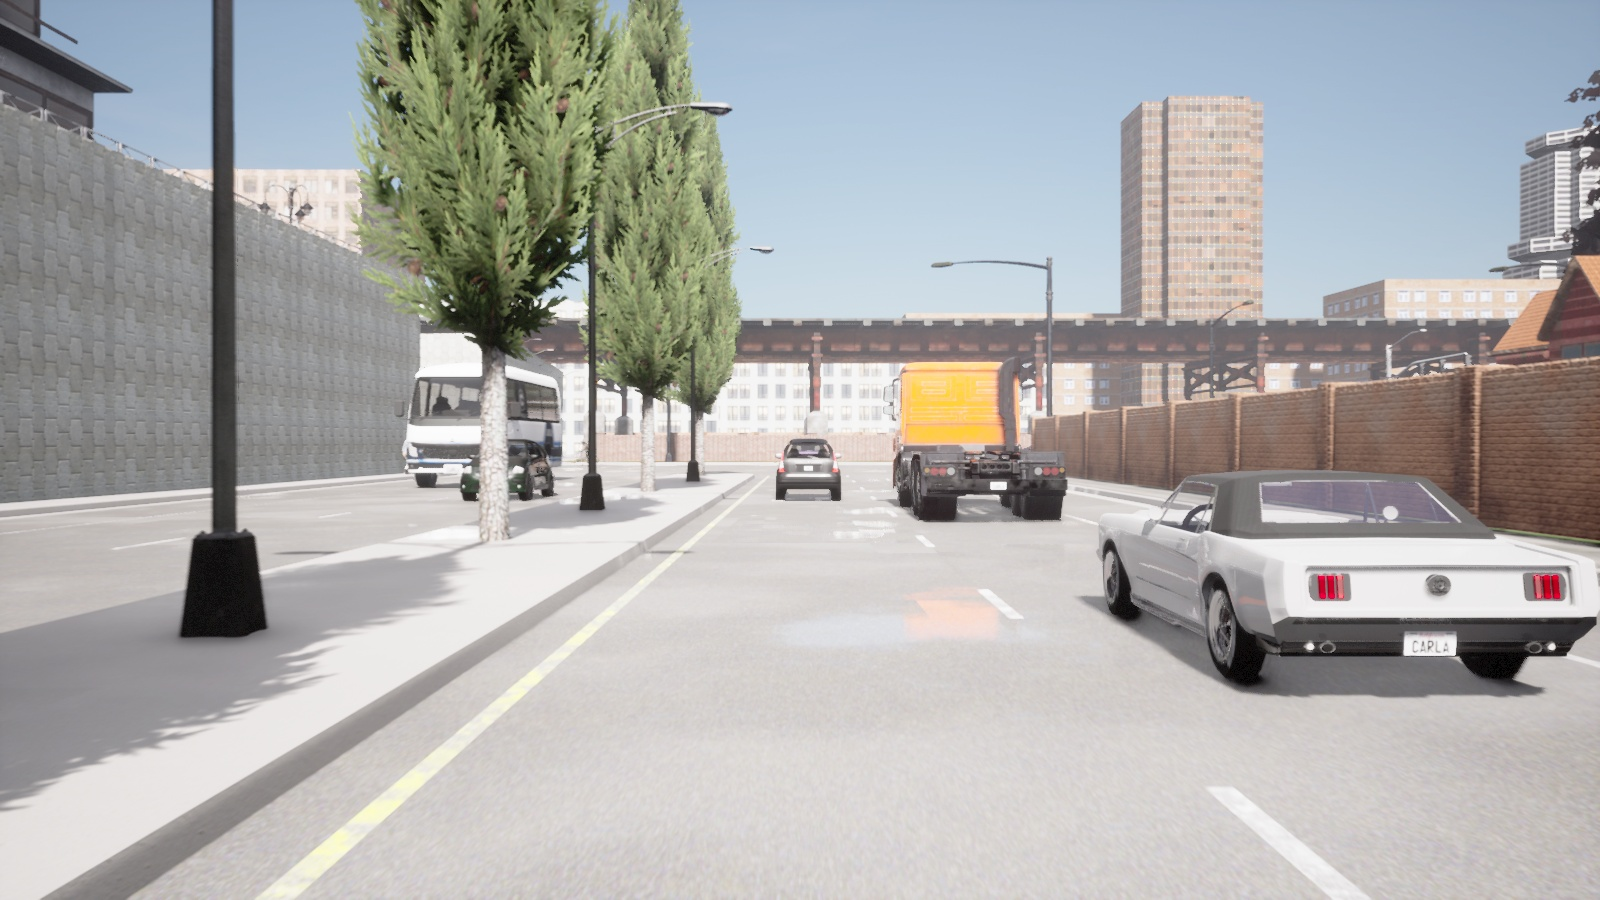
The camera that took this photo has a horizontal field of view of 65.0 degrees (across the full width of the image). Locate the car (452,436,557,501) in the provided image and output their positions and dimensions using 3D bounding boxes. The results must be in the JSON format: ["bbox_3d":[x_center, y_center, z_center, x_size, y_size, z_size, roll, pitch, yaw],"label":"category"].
[{"bbox_3d":[-7.784,0.450,33.448,1.851,1.617,3.988,0,0,0],"label":"car"}]

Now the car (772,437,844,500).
[{"bbox_3d":[0.221,0.452,34.214,1.851,1.617,3.988,0,0,0],"label":"car"}]

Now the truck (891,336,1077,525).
[{"bbox_3d":[3.672,-0.385,27.054,2.891,3.462,7.936,0,0,0],"label":"truck"}]

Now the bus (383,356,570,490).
[{"bbox_3d":[-11.214,-0.892,45.016,3.944,4.253,10.273,0,0,1],"label":"bus"}]

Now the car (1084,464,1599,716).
[{"bbox_3d":[3.571,0.798,9.275,1.895,1.301,4.718,0,0,0],"label":"car"}]
